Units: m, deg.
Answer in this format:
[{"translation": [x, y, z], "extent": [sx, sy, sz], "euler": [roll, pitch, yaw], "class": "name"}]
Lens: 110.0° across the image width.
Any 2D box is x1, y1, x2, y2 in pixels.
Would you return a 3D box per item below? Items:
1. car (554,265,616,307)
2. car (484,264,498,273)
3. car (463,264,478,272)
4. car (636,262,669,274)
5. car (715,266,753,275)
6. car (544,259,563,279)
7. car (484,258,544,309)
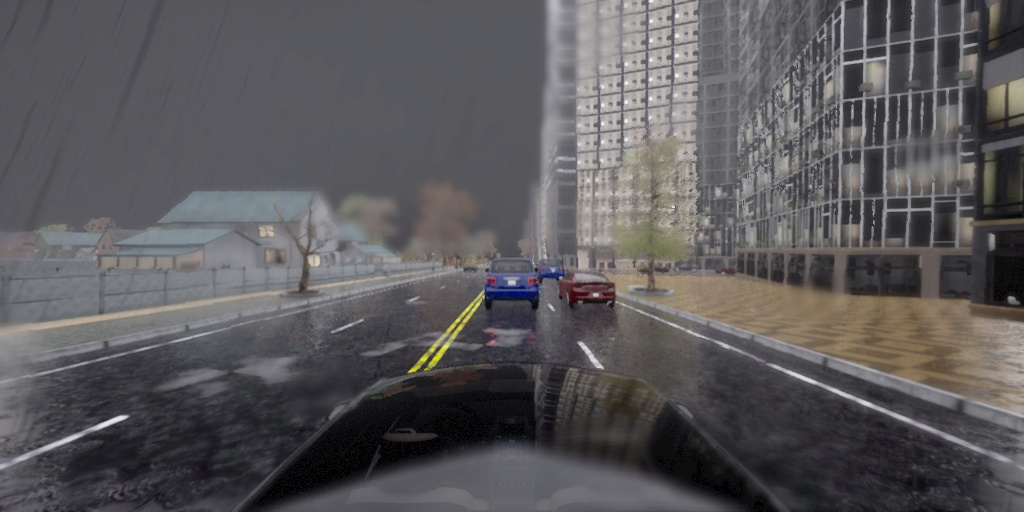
[{"translation": [3.254, 1.364, 16.330], "extent": [1.882, 1.535, 5.008], "euler": [0, 0, 0], "class": "car"}, {"translation": [-3.267, 1.891, 56.425], "extent": [1.895, 1.301, 4.718], "euler": [0, -1, 0], "class": "car"}, {"translation": [-6.517, 1.891, 56.424], "extent": [1.895, 1.301, 4.718], "euler": [0, -1, 0], "class": "car"}, {"translation": [22.999, 1.962, 58.764], "extent": [5.009, 1.841, 2.192], "euler": [0, 0, 20], "class": "car"}, {"translation": [33.646, 2.243, 54.868], "extent": [4.507, 1.381, 1.888], "euler": [0, 0, 20], "class": "car"}, {"translation": [3.243, 1.243, 30.882], "extent": [2.150, 2.045, 5.566], "euler": [0, 0, 0], "class": "car"}, {"translation": [-0.003, 1.098, 15.863], "extent": [2.150, 2.045, 5.566], "euler": [0, 0, 0], "class": "car"}]
